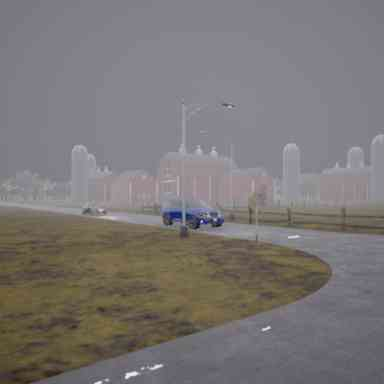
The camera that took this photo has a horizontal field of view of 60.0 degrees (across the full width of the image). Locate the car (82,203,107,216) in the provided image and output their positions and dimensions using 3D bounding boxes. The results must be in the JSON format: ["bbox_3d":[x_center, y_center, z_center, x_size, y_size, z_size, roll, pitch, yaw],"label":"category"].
[{"bbox_3d":[-11.861,2.041,40.327,2.128,1.511,4.902,0,-1,-35],"label":"car"}]

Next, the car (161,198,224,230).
[{"bbox_3d":[-0.102,1.484,23.813,2.150,2.045,5.566,0,-1,-36],"label":"car"}]
